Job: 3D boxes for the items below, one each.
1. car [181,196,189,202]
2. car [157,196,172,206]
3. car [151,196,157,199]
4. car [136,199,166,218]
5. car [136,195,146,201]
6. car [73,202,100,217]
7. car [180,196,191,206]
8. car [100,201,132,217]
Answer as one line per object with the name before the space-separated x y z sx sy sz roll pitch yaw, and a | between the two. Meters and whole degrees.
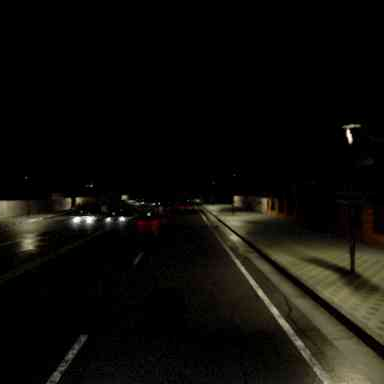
car | -1.742 1.601 80.452 1.812 1.442 4.674 -1 0 -1
car | -4.340 1.674 55.546 1.895 1.301 4.718 -1 0 -1
car | -8.121 1.578 74.925 1.895 1.301 4.718 -1 0 -1
car | -3.796 1.645 31.037 1.895 1.301 4.718 -1 0 -1
car | -11.372 1.522 74.883 1.837 1.490 4.892 -1 0 -1
car | -10.545 1.692 33.653 1.994 1.385 4.181 -1 0 -1
car | -1.124 1.527 57.034 2.128 1.511 4.902 -1 0 -1
car | -7.294 1.636 33.404 2.033 1.411 5.357 -1 0 -1
